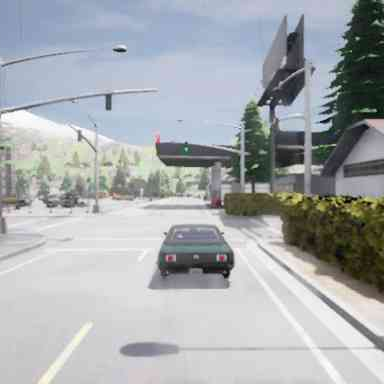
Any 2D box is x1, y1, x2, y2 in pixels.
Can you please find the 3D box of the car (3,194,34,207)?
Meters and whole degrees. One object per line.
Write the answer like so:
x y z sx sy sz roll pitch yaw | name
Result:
-24.646 1.107 46.464 4.605 1.855 1.932 0 0 0 | car

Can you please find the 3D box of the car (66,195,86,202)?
-24.017 1.334 68.917 3.633 1.501 1.845 0 0 0 | car

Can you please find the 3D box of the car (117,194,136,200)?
-16.479 1.356 83.942 4.514 1.523 2.007 0 0 0 | car

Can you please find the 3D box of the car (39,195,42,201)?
-24.004 1.310 58.924 4.514 1.523 2.007 0 0 0 | car

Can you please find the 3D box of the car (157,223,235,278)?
0.049 1.603 10.141 1.895 1.301 4.718 0 0 -1 | car

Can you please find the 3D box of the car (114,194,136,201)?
-16.409 1.347 80.806 5.027 1.636 2.152 0 0 0 | car

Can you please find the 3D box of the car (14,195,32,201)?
-42.513 1.391 83.788 3.633 1.501 1.845 0 0 0 | car

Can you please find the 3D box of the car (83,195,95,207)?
-16.167 1.370 46.549 3.806 1.475 1.970 0 0 0 | car

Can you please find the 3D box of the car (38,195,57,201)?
-35.076 1.401 80.849 3.806 1.475 1.970 0 0 0 | car

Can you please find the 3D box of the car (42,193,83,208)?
-16.760 1.086 43.221 3.866 1.878 1.905 0 0 0 | car
